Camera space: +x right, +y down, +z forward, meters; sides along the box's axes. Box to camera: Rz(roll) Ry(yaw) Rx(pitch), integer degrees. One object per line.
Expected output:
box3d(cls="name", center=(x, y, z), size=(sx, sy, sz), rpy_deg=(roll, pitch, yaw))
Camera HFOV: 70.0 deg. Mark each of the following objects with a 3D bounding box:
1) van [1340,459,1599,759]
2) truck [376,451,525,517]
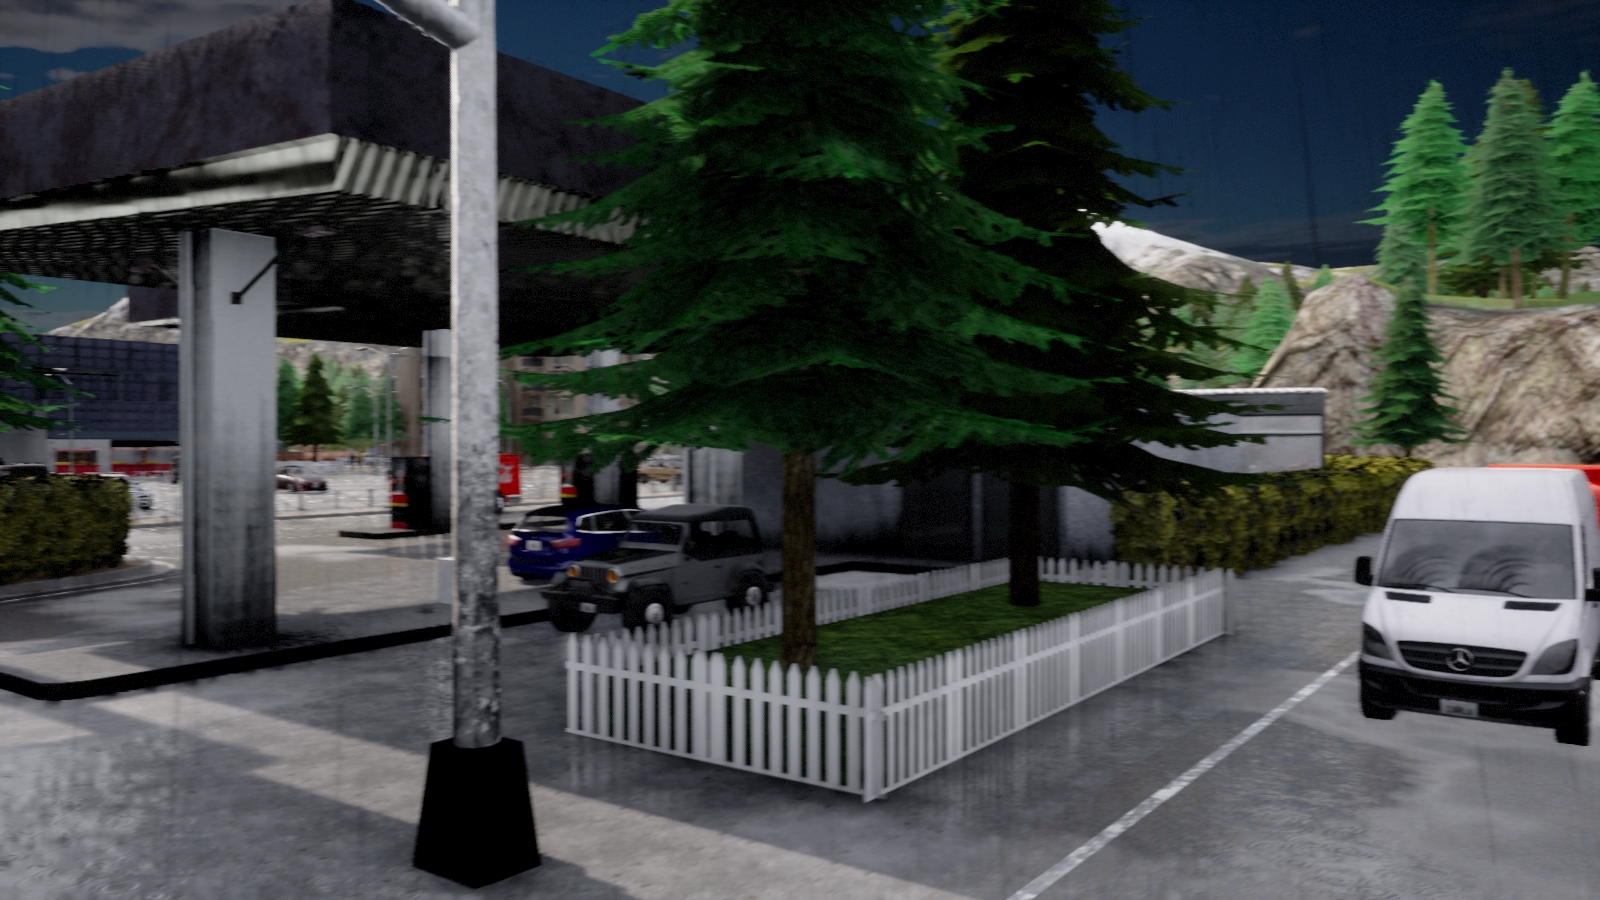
box3d(cls="van", center=(7.870, 1.416, 12.984), size=(1.988, 2.561, 5.915), rpy_deg=(0, 0, 37))
box3d(cls="truck", center=(-14.062, 1.296, 46.281), size=(2.627, 2.467, 5.204), rpy_deg=(0, 0, 37))
